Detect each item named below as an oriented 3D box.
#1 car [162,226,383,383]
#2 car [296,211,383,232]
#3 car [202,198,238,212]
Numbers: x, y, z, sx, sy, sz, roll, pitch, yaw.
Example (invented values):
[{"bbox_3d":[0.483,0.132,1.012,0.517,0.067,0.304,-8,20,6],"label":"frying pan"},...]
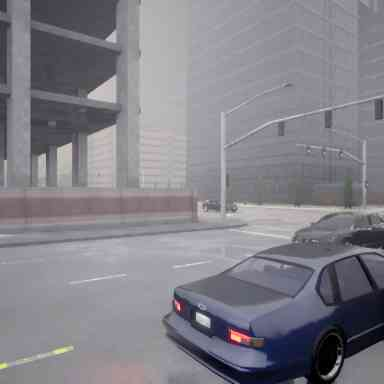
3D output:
[{"bbox_3d":[2.184,1.547,5.348,5.357,1.411,2.033,0,0,-35],"label":"car"},{"bbox_3d":[5.777,1.505,12.380,4.892,1.490,1.837,0,-1,-33],"label":"car"},{"bbox_3d":[3.106,1.505,37.433,1.837,1.490,4.892,0,0,-36],"label":"car"}]
